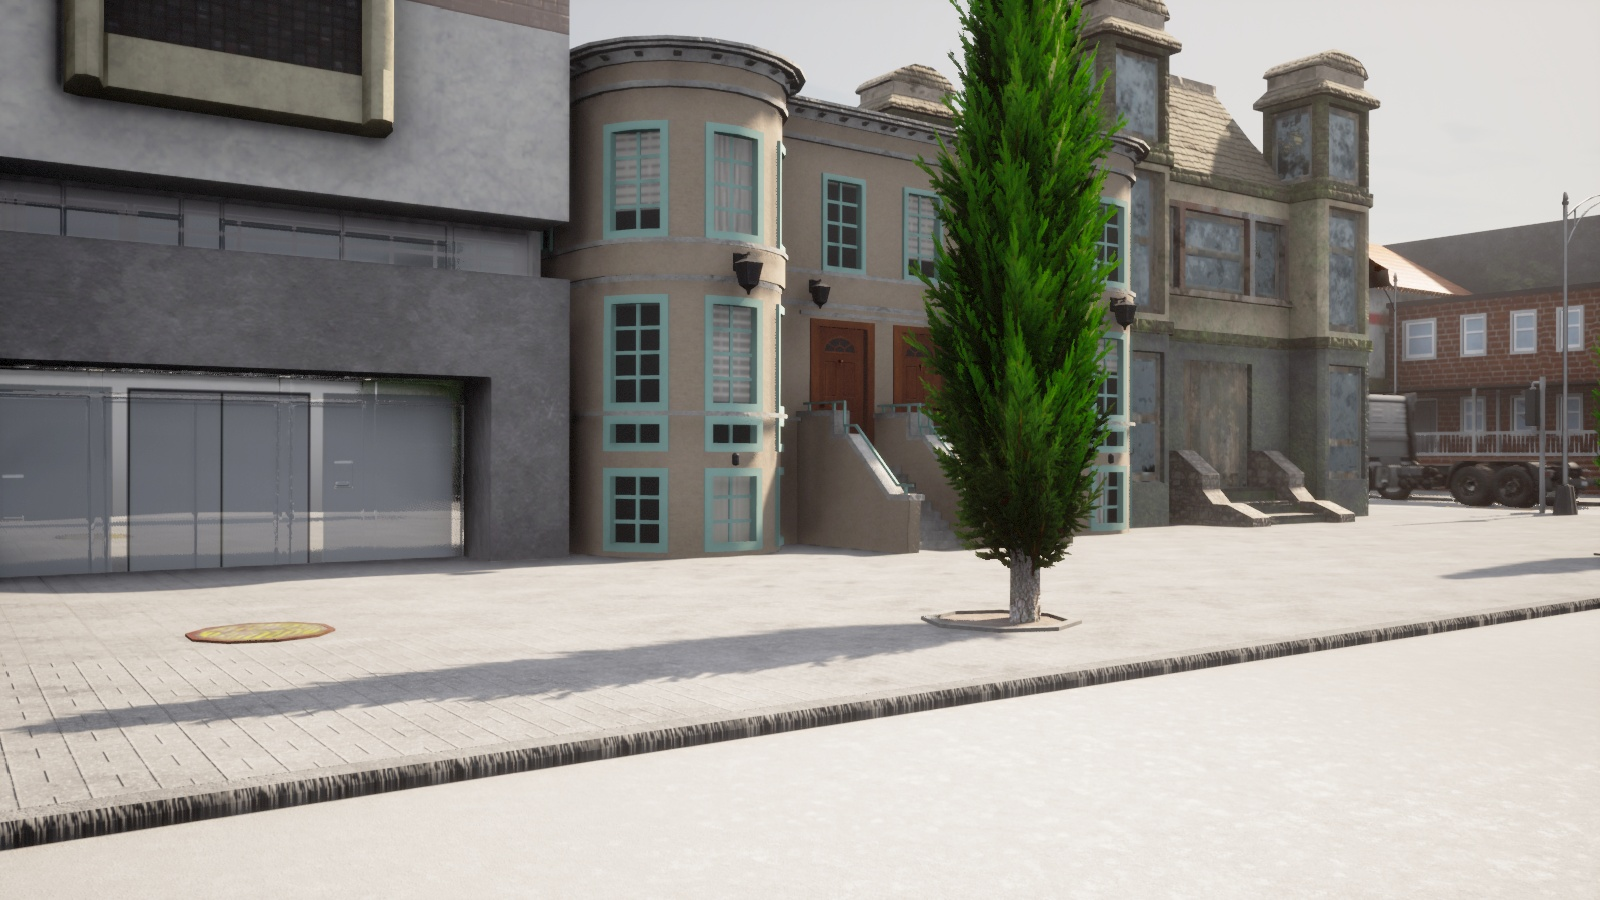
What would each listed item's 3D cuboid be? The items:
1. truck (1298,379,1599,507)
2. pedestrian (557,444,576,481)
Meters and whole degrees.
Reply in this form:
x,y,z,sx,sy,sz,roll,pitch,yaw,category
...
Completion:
x,y,z,sx,sy,sz,roll,pitch,yaw,category
19.458,-0.185,38.002,2.891,3.462,7.936,0,0,-33,truck
-12.394,0.641,66.666,0.659,1.952,0.873,0,0,-39,pedestrian
